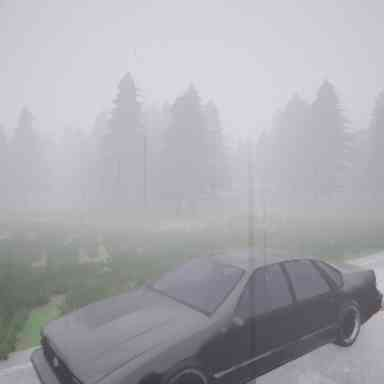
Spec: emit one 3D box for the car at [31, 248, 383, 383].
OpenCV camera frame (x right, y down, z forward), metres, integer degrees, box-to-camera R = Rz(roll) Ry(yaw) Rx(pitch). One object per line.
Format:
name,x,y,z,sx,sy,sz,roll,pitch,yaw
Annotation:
car,0.734,1.591,4.807,5.357,1.411,2.033,0,-1,-37
